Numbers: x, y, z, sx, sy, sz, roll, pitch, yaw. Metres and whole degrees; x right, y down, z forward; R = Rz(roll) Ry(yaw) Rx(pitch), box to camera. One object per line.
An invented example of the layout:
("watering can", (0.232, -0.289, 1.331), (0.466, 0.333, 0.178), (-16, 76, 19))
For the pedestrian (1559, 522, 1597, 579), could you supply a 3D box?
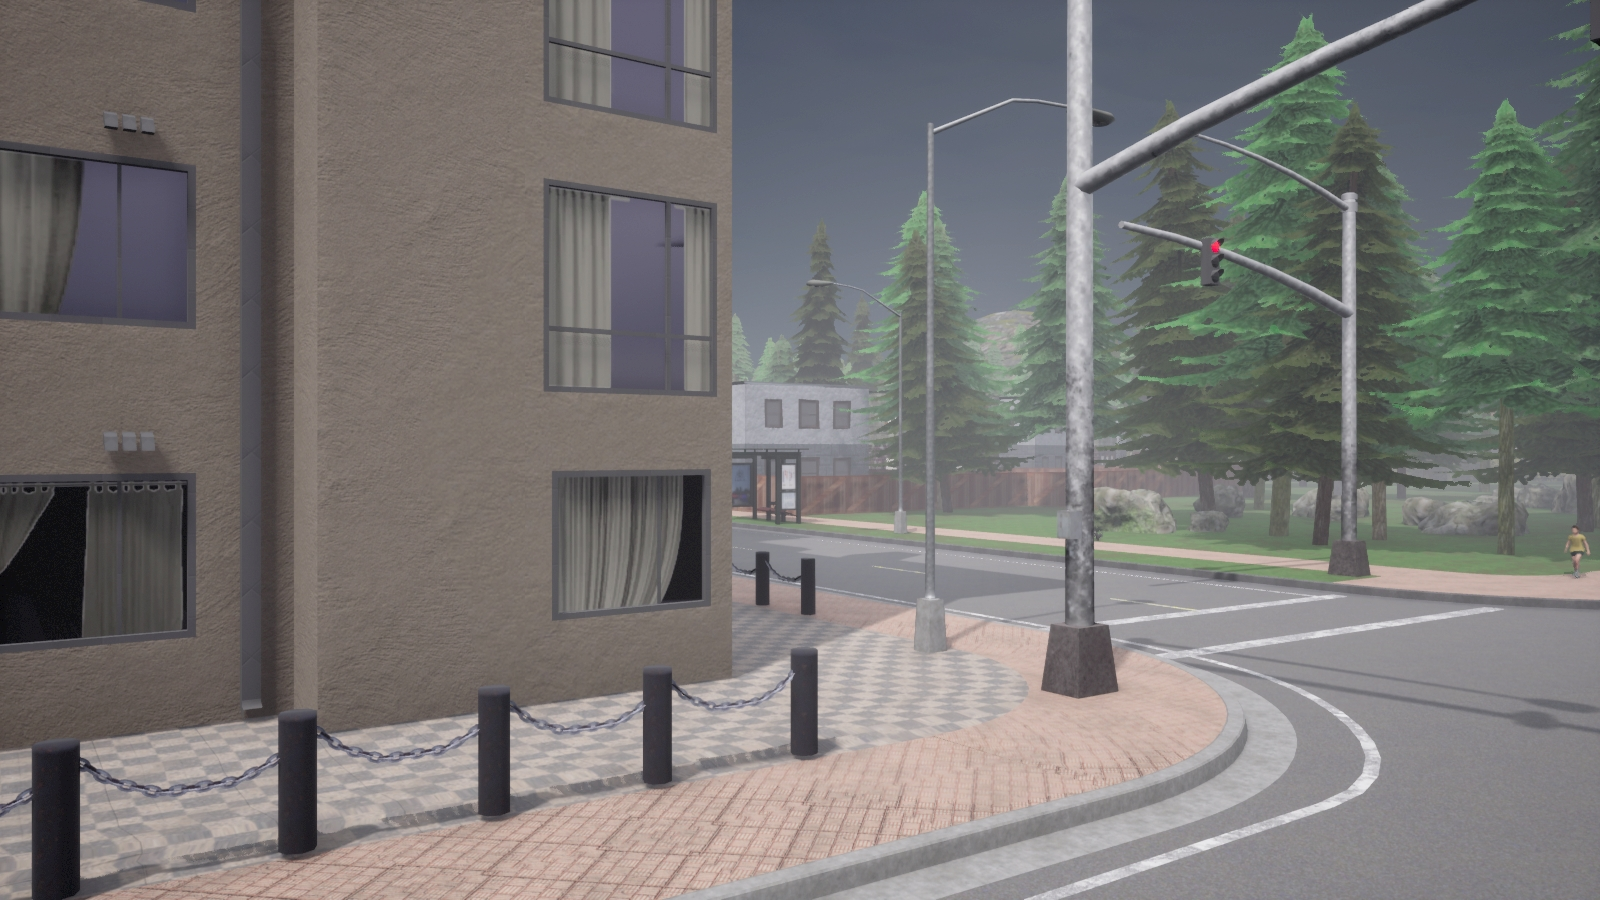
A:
("pedestrian", (15.881, 2.048, 23.331), (0.500, 1.100, 0.500), (0, 0, -34))
